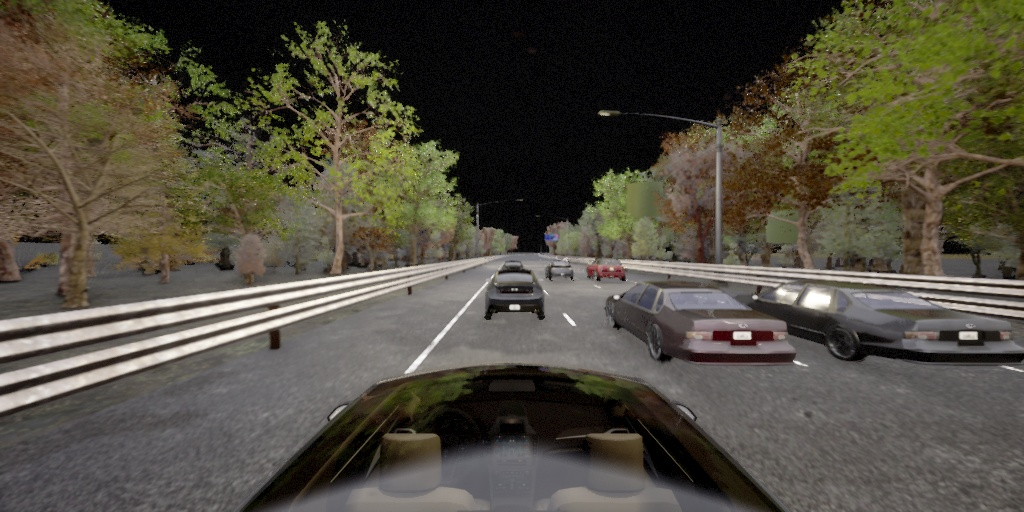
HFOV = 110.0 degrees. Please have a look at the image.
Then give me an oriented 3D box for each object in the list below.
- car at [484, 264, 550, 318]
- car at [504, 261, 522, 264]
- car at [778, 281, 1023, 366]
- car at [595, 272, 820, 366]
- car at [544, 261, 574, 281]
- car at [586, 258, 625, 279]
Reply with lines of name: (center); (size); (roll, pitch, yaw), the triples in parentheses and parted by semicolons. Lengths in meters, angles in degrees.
car: (0.087, 1.193, 12.615); (1.837, 1.490, 4.892); (0, 1, 0)
car: (0.089, 1.099, 28.138); (1.837, 1.490, 4.892); (0, 0, 0)
car: (7.067, 1.262, 8.050); (2.033, 1.411, 5.357); (0, 0, 0)
car: (3.568, 1.262, 8.047); (2.033, 1.411, 5.357); (0, 0, 0)
car: (3.588, 1.088, 27.844); (2.128, 1.511, 4.902); (0, 0, 0)
car: (7.086, 0.950, 27.603); (2.097, 1.767, 4.553); (0, 0, 0)
